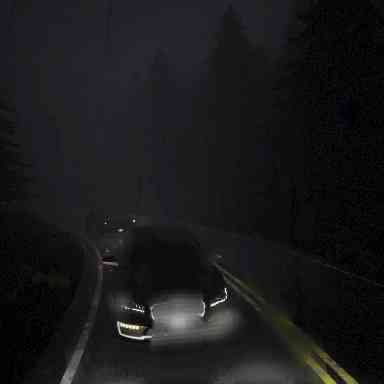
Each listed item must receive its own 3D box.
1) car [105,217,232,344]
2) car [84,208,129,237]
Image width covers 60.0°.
[{"bbox_3d":[-0.648,1.495,6.820,1.837,1.490,4.892,-1,0,-11],"label":"car"},{"bbox_3d":[-4.642,1.612,18.558,1.895,1.301,4.718,-3,1,-29],"label":"car"}]
